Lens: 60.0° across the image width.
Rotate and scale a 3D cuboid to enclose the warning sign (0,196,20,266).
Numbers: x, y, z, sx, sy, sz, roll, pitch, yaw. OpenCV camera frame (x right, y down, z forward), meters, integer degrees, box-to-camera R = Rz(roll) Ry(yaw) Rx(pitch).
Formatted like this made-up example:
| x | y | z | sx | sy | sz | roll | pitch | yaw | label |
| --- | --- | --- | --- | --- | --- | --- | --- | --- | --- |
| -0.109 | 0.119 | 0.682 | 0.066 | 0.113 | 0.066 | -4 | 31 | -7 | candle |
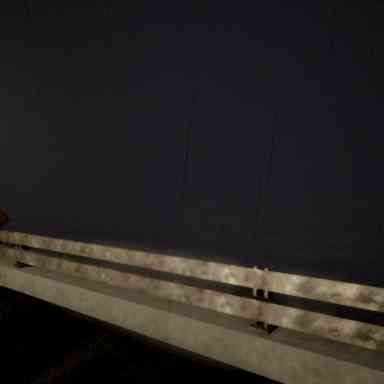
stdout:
| x | y | z | sx | sy | sz | roll | pitch | yaw | label |
| --- | --- | --- | --- | --- | --- | --- | --- | --- | --- |
| -5.708 | 1.067 | 9.237 | 1.060 | 1.860 | 1.300 | 1 | 0 | 36 | warning sign |
